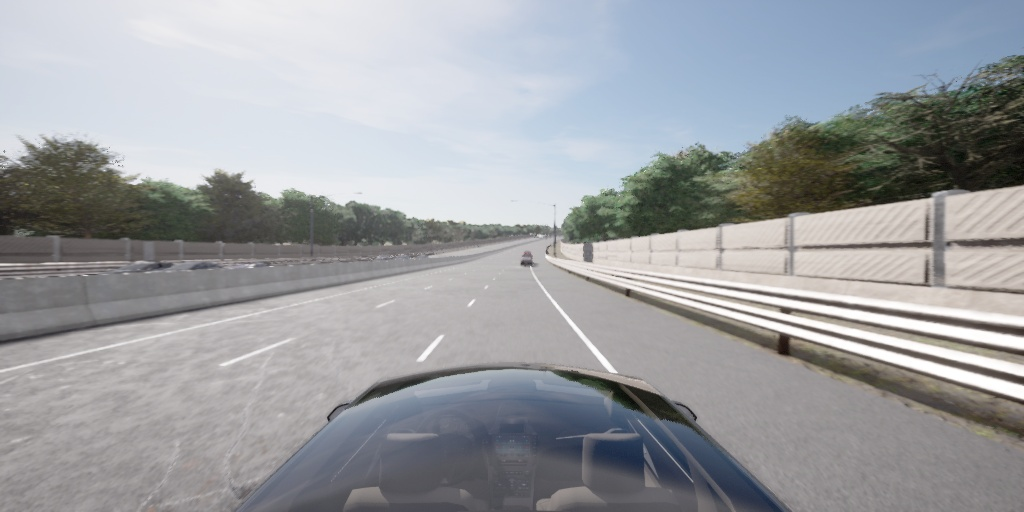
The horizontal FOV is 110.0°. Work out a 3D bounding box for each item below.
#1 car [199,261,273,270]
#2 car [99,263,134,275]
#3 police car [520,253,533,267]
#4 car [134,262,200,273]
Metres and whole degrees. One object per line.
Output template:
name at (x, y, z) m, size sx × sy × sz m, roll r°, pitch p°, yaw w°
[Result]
car at (-17.389, 1.190, 23.999) m, size 2.033 × 1.411 × 5.357 m, roll 0°, pitch 0°, yaw 1°
car at (-24.392, 1.128, 23.928) m, size 1.837 × 1.490 × 4.892 m, roll 0°, pitch 0°, yaw 1°
police car at (2.264, 0.800, 57.126) m, size 1.930 × 1.638 × 5.238 m, roll 0°, pitch 1°, yaw 3°
car at (-20.902, 1.112, 23.389) m, size 1.882 × 1.535 × 5.008 m, roll 0°, pitch 0°, yaw 1°
